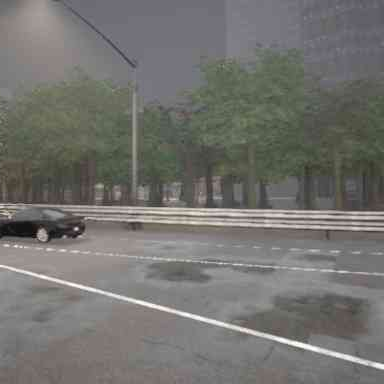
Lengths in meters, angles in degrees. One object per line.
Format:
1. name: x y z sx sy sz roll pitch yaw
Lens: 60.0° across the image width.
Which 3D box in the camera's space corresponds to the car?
1. car: -7.416 1.499 15.903 5.008 1.535 1.882 0 0 24
